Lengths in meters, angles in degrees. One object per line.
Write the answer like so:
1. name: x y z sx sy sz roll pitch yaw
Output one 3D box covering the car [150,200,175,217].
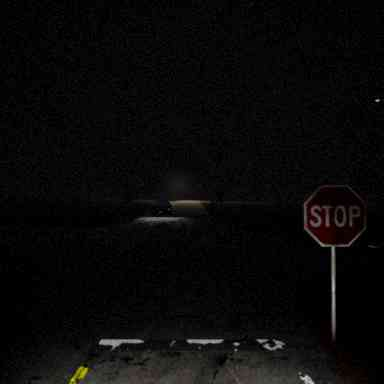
1. car: -2.788 1.541 31.701 1.812 1.442 4.674 0 0 0
